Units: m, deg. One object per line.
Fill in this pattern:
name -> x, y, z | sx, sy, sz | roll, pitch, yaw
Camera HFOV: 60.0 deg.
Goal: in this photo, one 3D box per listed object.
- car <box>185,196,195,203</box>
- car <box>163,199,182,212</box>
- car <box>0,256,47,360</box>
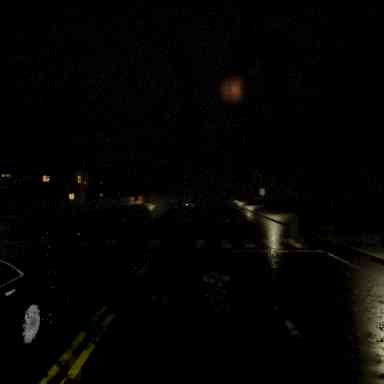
car -> -0.292, 1.677, 71.593 | 2.128, 1.511, 4.902 | 0, 0, 4
car -> -2.295, 1.601, 39.644 | 1.812, 1.442, 4.674 | 0, 0, 3
car -> -3.227, 1.533, 3.419 | 1.837, 1.490, 4.892 | 0, 0, 0
